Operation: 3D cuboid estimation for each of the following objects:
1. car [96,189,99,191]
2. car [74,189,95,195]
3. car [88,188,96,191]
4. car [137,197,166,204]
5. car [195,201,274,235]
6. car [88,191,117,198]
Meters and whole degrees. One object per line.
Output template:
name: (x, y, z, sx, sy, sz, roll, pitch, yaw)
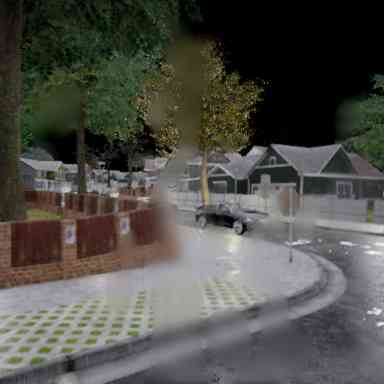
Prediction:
car: (-18.652, 0.029, 61.989, 2.128, 1.511, 4.902, 0, 2, -1)
car: (-14.135, 0.690, 41.662, 1.994, 1.385, 4.181, 0, 1, -33)
car: (-16.657, 0.366, 51.899, 1.837, 1.490, 4.892, 0, 2, -25)
car: (-3.073, 1.092, 24.960, 1.812, 1.442, 4.674, 0, 1, -34)
car: (2.061, 1.232, 17.220, 2.128, 1.511, 4.902, 0, 1, -34)
car: (-8.591, 0.889, 33.264, 1.812, 1.442, 4.674, 0, 1, -33)
